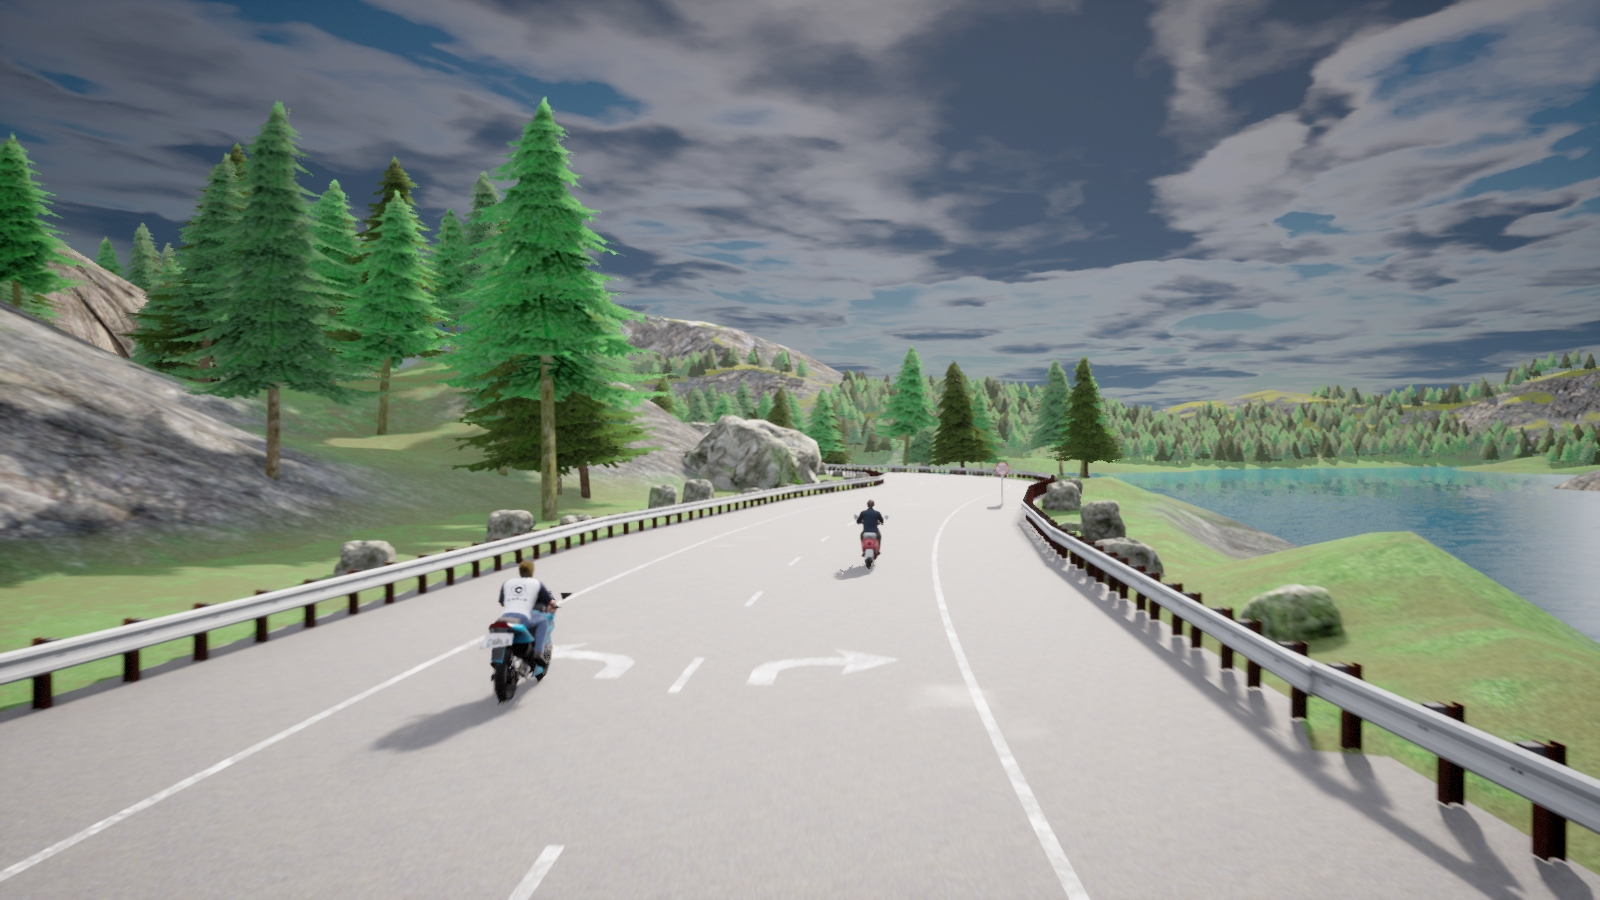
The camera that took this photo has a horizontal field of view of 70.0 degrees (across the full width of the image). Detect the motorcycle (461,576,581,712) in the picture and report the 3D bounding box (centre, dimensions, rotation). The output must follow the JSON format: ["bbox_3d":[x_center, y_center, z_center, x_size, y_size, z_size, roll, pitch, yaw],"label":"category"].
[{"bbox_3d":[-3.165,2.176,13.178,0.803,1.217,2.033,0,0,3],"label":"motorcycle"}]

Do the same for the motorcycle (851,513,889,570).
[{"bbox_3d":[1.707,2.183,27.565,0.856,1.236,1.805,0,0,6],"label":"motorcycle"}]
